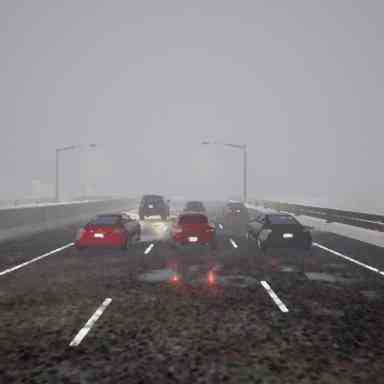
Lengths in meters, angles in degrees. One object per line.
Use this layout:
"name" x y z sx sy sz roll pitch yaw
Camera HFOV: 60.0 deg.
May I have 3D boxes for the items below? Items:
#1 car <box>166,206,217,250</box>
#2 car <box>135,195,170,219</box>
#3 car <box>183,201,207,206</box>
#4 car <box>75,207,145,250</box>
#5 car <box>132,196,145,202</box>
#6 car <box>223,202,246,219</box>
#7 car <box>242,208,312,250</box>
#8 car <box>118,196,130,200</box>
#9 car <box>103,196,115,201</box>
"car" 0.063 1.538 14.297 1.812 1.442 4.674 0 0 0
"car" -3.245 1.281 29.311 2.150 2.045 5.566 0 0 1
"car" 0.254 1.540 29.221 1.837 1.490 4.892 0 0 1
"car" -3.437 1.577 14.327 1.994 1.385 4.181 0 0 0
"car" -12.275 1.649 77.022 2.033 1.411 5.357 0 0 2
"car" 3.754 1.587 29.161 2.033 1.411 5.357 0 0 1
"car" 3.563 1.578 14.267 1.994 1.385 4.181 0 0 0
"car" -15.771 1.660 77.186 1.994 1.385 4.181 0 0 2
"car" -19.267 1.631 77.349 2.128 1.511 4.902 0 0 2
